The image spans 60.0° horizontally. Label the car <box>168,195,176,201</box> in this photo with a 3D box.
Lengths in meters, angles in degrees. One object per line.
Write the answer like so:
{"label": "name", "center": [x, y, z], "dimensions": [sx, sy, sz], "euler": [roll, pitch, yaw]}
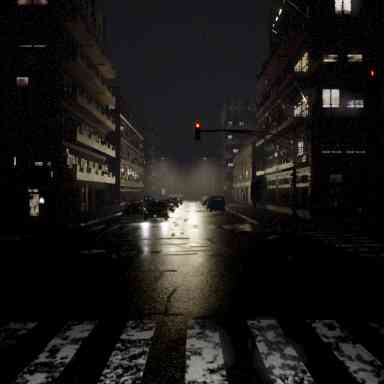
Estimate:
{"label": "car", "center": [-5.233, 1.512, 87.735], "dimensions": [2.008, 1.369, 4.403], "euler": [0, 0, 0]}

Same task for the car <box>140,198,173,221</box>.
{"label": "car", "center": [-2.812, 1.519, 27.390], "dimensions": [1.812, 1.442, 4.674], "euler": [0, 0, -1]}

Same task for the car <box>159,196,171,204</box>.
{"label": "car", "center": [-5.253, 1.523, 65.409], "dimensions": [1.887, 1.381, 4.507], "euler": [0, 0, 0]}

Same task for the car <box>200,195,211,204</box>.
{"label": "car", "center": [2.627, 1.419, 65.401], "dimensions": [1.967, 1.590, 4.097], "euler": [0, 0, 0]}

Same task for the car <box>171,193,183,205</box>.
{"label": "car", "center": [-2.747, 1.204, 57.591], "dimensions": [2.150, 2.045, 5.566], "euler": [0, 0, 1]}

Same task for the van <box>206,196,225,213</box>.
{"label": "van", "center": [2.730, 1.331, 36.873], "dimensions": [1.690, 1.788, 3.998], "euler": [0, 0, 0]}

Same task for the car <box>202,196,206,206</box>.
{"label": "car", "center": [2.701, 1.533, 43.077], "dimensions": [1.887, 1.381, 4.507], "euler": [0, 0, 0]}

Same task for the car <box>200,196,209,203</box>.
{"label": "car", "center": [2.632, 1.520, 70.983], "dimensions": [1.887, 1.381, 4.507], "euler": [0, 0, 0]}

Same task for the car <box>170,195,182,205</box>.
{"label": "car", "center": [-2.795, 1.512, 46.948], "dimensions": [1.812, 1.442, 4.674], "euler": [0, 0, 0]}

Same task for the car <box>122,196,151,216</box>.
{"label": "car", "center": [-5.414, 1.432, 31.920], "dimensions": [1.967, 1.590, 4.097], "euler": [0, 0, 0]}

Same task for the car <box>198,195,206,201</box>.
{"label": "car", "center": [2.648, 1.527, 87.728], "dimensions": [1.947, 1.339, 4.313], "euler": [0, 0, 0]}

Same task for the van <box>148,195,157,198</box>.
{"label": "van", "center": [-5.369, 1.329, 43.084], "dimensions": [1.690, 1.788, 3.998], "euler": [0, 0, 0]}

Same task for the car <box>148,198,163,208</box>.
{"label": "car", "center": [-5.317, 1.568, 48.665], "dimensions": [1.802, 1.307, 4.206], "euler": [0, 0, 0]}

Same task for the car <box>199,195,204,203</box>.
{"label": "car", "center": [2.619, 1.550, 54.239], "dimensions": [1.947, 1.339, 4.313], "euler": [0, 0, 0]}

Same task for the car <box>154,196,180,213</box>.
{"label": "car", "center": [-2.814, 1.537, 37.036], "dimensions": [2.033, 1.411, 5.357], "euler": [0, 0, 0]}
